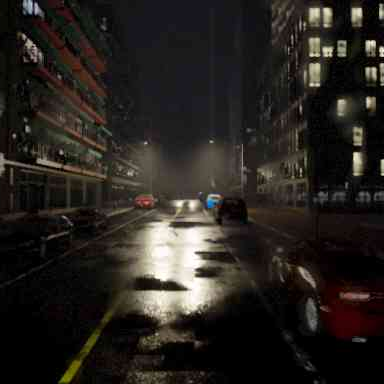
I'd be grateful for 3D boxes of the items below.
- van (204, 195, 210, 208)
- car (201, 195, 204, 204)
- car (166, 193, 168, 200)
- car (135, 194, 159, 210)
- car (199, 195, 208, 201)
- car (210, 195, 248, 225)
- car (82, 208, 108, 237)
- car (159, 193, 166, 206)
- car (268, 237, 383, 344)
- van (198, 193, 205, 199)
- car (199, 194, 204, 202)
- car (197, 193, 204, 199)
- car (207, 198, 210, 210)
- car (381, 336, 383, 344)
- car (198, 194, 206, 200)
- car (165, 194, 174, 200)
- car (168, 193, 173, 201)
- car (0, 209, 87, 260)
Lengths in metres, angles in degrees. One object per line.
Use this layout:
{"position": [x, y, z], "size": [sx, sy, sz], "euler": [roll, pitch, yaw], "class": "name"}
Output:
{"position": [2.675, 1.241, 40.637], "size": [1.690, 1.788, 3.998], "euler": [1, 0, 0], "class": "van"}
{"position": [2.631, 1.450, 46.334], "size": [1.947, 1.339, 4.313], "euler": [1, 0, 0], "class": "car"}
{"position": [-5.735, 1.294, 57.845], "size": [1.967, 1.590, 4.097], "euler": [1, 0, 0], "class": "car"}
{"position": [-5.714, 1.219, 40.749], "size": [2.192, 1.841, 5.009], "euler": [1, 0, 0], "class": "car"}
{"position": [2.592, 1.360, 74.824], "size": [1.947, 1.339, 4.313], "euler": [1, 0, 0], "class": "car"}
{"position": [2.684, 1.260, 23.543], "size": [2.192, 1.841, 5.009], "euler": [1, 0, 0], "class": "car"}
{"position": [-5.695, 1.545, 17.953], "size": [1.802, 1.307, 4.206], "euler": [1, 0, 0], "class": "car"}
{"position": [-5.726, 1.186, 52.145], "size": [2.192, 1.841, 5.009], "euler": [1, 0, 0], "class": "car"}
{"position": [2.699, 1.531, 6.448], "size": [1.887, 1.381, 4.507], "euler": [1, 0, 0], "class": "car"}
{"position": [2.578, 1.076, 91.916], "size": [1.690, 1.788, 3.998], "euler": [1, 0, 0], "class": "van"}
{"position": [2.610, 1.432, 57.730], "size": [1.802, 1.307, 4.206], "euler": [1, 0, 0], "class": "car"}
{"position": [2.598, 1.379, 69.126], "size": [1.947, 1.339, 4.313], "euler": [1, 0, 0], "class": "car"}
{"position": [2.674, 1.482, 29.241], "size": [2.008, 1.369, 4.403], "euler": [1, 0, 0], "class": "car"}
{"position": [2.704, 1.548, 0.750], "size": [2.008, 1.369, 4.403], "euler": [1, 0, 0], "class": "car"}
{"position": [2.580, 1.300, 86.219], "size": [1.887, 1.381, 4.507], "euler": [1, 0, 0], "class": "car"}
{"position": [-5.768, 1.324, 86.336], "size": [1.947, 1.339, 4.313], "euler": [1, 0, 0], "class": "car"}
{"position": [-5.750, 1.113, 74.939], "size": [2.192, 1.841, 5.009], "euler": [1, 0, 0], "class": "car"}
{"position": [-5.688, 1.528, 12.255], "size": [2.008, 1.369, 4.403], "euler": [1, 0, 0], "class": "car"}
